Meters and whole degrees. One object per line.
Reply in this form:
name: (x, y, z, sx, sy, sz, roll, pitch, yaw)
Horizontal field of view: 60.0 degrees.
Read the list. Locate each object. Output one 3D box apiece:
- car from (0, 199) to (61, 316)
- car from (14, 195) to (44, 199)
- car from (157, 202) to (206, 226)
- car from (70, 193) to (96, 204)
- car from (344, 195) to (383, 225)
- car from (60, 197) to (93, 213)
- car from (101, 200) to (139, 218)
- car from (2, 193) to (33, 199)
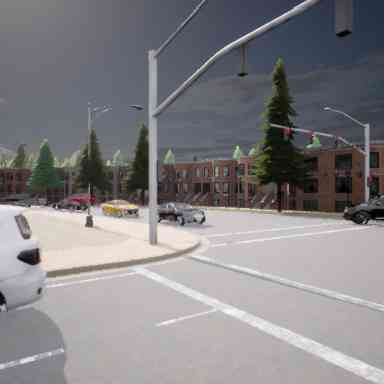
car: (-5.070, 1.221, 4.673, 5.566, 2.045, 2.150, 0, 0, -36)
car: (-24.113, 1.547, 51.176, 5.357, 1.411, 2.033, 0, 0, 17)
car: (-0.978, 1.492, 23.340, 2.128, 1.511, 4.902, 0, 0, -36)
car: (-17.821, 1.220, 52.525, 5.566, 2.045, 2.150, 0, 0, 24)
car: (13.410, 1.223, 22.679, 5.566, 2.045, 2.150, 0, 2, 19)
car: (-13.904, 1.601, 37.963, 4.718, 1.301, 1.895, 0, 0, 37)
car: (-6.732, 1.478, 30.902, 1.882, 1.535, 5.008, 0, 0, -40)
car: (-29.313, 1.221, 56.044, 5.566, 2.045, 2.150, 0, 0, 10)
